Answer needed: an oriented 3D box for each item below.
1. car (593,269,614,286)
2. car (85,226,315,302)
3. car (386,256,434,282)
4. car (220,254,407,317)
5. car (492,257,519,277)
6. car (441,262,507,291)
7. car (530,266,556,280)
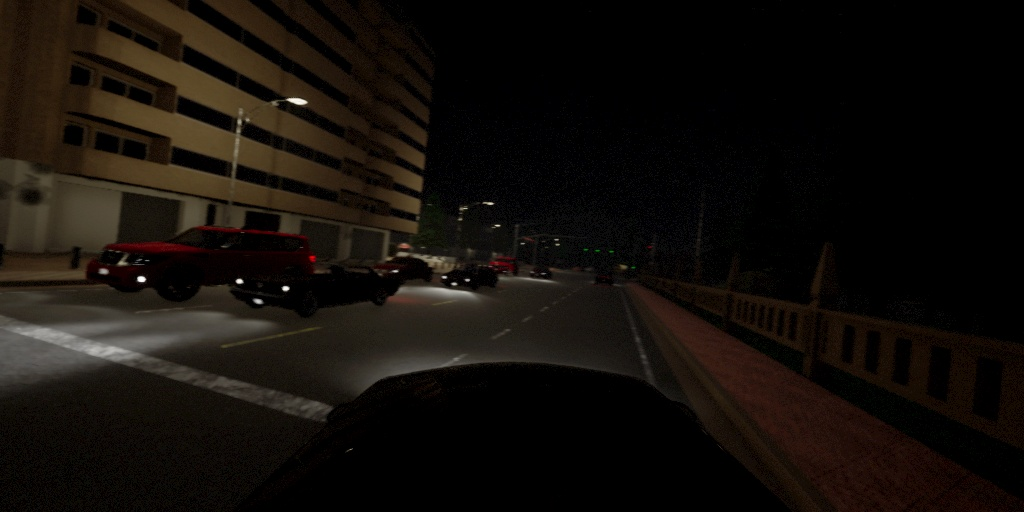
[{"bbox_3d":[10.953,2.648,42.442,1.882,1.535,5.008,6,0,16],"label":"car"},{"bbox_3d":[-8.837,0.106,11.097,2.150,2.045,5.566,6,0,16],"label":"car"},{"bbox_3d":[-6.154,0.759,20.660,1.812,1.442,4.674,6,0,16],"label":"car"},{"bbox_3d":[-5.394,0.844,10.605,1.895,1.301,4.718,6,0,16],"label":"car"},{"bbox_3d":[-0.829,1.140,39.289,2.150,2.045,5.566,6,-1,16],"label":"car"},{"bbox_3d":[-2.298,1.190,21.547,2.033,1.411,5.357,6,0,16],"label":"car"},{"bbox_3d":[3.409,1.901,41.491,1.812,1.442,4.674,6,-1,16],"label":"car"}]
